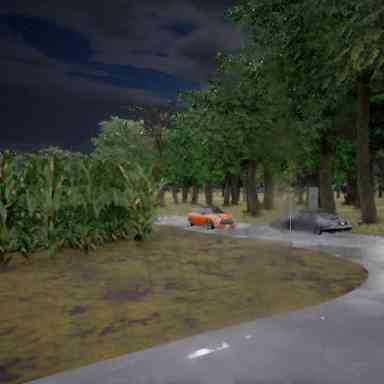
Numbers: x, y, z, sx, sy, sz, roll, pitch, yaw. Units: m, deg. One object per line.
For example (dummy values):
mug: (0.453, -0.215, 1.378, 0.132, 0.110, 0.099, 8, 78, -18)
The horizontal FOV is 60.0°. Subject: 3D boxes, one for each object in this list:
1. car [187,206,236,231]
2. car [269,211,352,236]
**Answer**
car: (1.437, 1.921, 25.667, 2.097, 1.767, 4.553, -1, -1, -29)
car: (7.406, 1.943, 21.377, 2.033, 1.411, 5.357, -1, -1, -32)
